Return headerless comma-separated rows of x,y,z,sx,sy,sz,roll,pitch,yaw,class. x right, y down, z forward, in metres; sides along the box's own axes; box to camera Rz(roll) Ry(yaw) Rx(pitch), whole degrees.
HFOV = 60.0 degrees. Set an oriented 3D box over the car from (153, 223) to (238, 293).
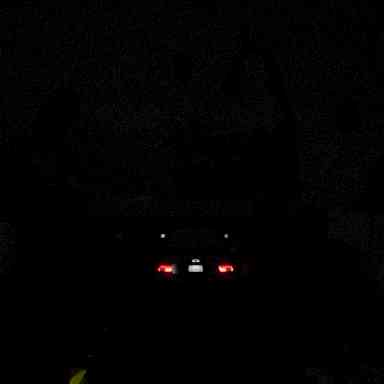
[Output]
0.072,1.537,8.990,2.033,1.411,5.357,0,0,0,car
